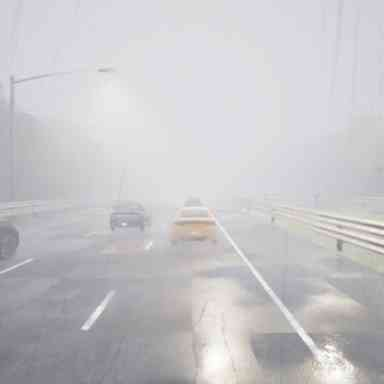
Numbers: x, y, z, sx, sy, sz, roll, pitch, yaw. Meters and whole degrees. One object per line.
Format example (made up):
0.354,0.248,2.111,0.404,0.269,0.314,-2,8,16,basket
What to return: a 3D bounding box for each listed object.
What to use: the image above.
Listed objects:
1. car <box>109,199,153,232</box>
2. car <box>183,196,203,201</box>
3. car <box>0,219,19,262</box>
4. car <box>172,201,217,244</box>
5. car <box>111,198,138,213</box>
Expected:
-3.403,1.388,19.196,2.128,1.511,4.902,0,1,0,car
0.096,1.241,36.229,1.837,1.490,4.892,0,1,0,car
-6.902,1.199,8.858,2.150,2.045,5.566,0,0,0,car
0.099,1.409,15.444,1.882,1.535,5.008,0,1,0,car
-6.903,1.350,34.650,1.895,1.301,4.718,0,1,0,car
